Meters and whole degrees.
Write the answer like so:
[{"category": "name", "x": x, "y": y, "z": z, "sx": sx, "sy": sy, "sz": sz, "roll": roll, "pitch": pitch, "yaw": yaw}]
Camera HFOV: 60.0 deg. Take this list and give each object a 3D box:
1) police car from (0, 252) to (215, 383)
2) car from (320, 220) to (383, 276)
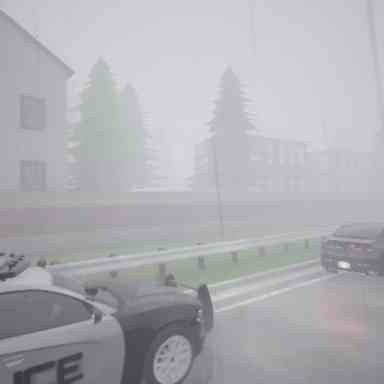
[{"category": "police car", "x": -1.965, "y": 1.518, "z": 3.667, "sx": 5.238, "sy": 1.638, "sz": 1.930, "roll": 0, "pitch": -1, "yaw": -39}, {"category": "car", "x": 5.702, "y": 1.588, "z": 9.913, "sx": 4.892, "sy": 1.490, "sz": 1.837, "roll": 0, "pitch": -1, "yaw": -39}]
